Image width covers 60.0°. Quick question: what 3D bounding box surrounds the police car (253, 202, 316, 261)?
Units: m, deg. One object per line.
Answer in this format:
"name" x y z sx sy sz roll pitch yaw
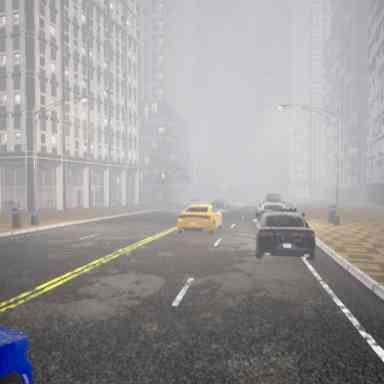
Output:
"police car" 3.358 1.418 12.566 1.930 1.638 5.238 0 0 11

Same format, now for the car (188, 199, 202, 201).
"car" 0.335 1.536 43.915 1.895 1.301 4.718 0 0 18

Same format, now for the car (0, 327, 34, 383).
"car" -2.637 1.477 1.143 1.882 1.535 5.008 0 0 8

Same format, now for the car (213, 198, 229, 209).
"car" 3.427 1.512 42.923 1.994 1.385 4.181 0 0 18

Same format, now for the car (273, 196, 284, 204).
"car" 16.457 1.466 63.407 1.812 1.442 4.674 0 0 14

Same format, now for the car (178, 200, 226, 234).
"car" 0.563 1.460 19.126 1.882 1.535 5.008 0 0 12

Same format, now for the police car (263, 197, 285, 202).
"police car" 5.404 1.413 22.102 1.930 1.638 5.238 0 0 13

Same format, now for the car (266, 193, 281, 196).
"car" 11.240 1.190 45.651 2.150 2.045 5.566 0 0 18
